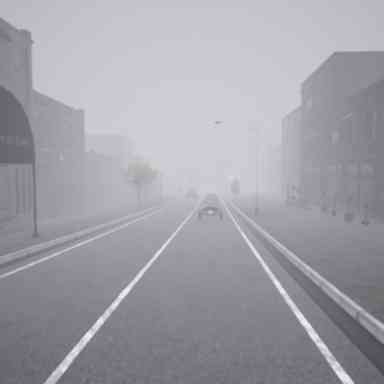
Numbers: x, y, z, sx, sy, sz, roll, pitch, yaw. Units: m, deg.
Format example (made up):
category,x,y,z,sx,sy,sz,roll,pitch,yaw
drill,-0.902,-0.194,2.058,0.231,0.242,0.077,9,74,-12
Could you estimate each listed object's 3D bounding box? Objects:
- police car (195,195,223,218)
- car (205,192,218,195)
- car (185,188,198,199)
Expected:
category,x,y,z,sx,sy,sz,roll,pitch,yaw
police car,1.554,1.289,27.418,2.038,1.542,4.974,0,1,4
car,3.198,0.690,54.821,2.163,1.488,4.792,0,2,4
car,0.016,0.232,60.622,2.150,2.045,5.566,0,2,4
